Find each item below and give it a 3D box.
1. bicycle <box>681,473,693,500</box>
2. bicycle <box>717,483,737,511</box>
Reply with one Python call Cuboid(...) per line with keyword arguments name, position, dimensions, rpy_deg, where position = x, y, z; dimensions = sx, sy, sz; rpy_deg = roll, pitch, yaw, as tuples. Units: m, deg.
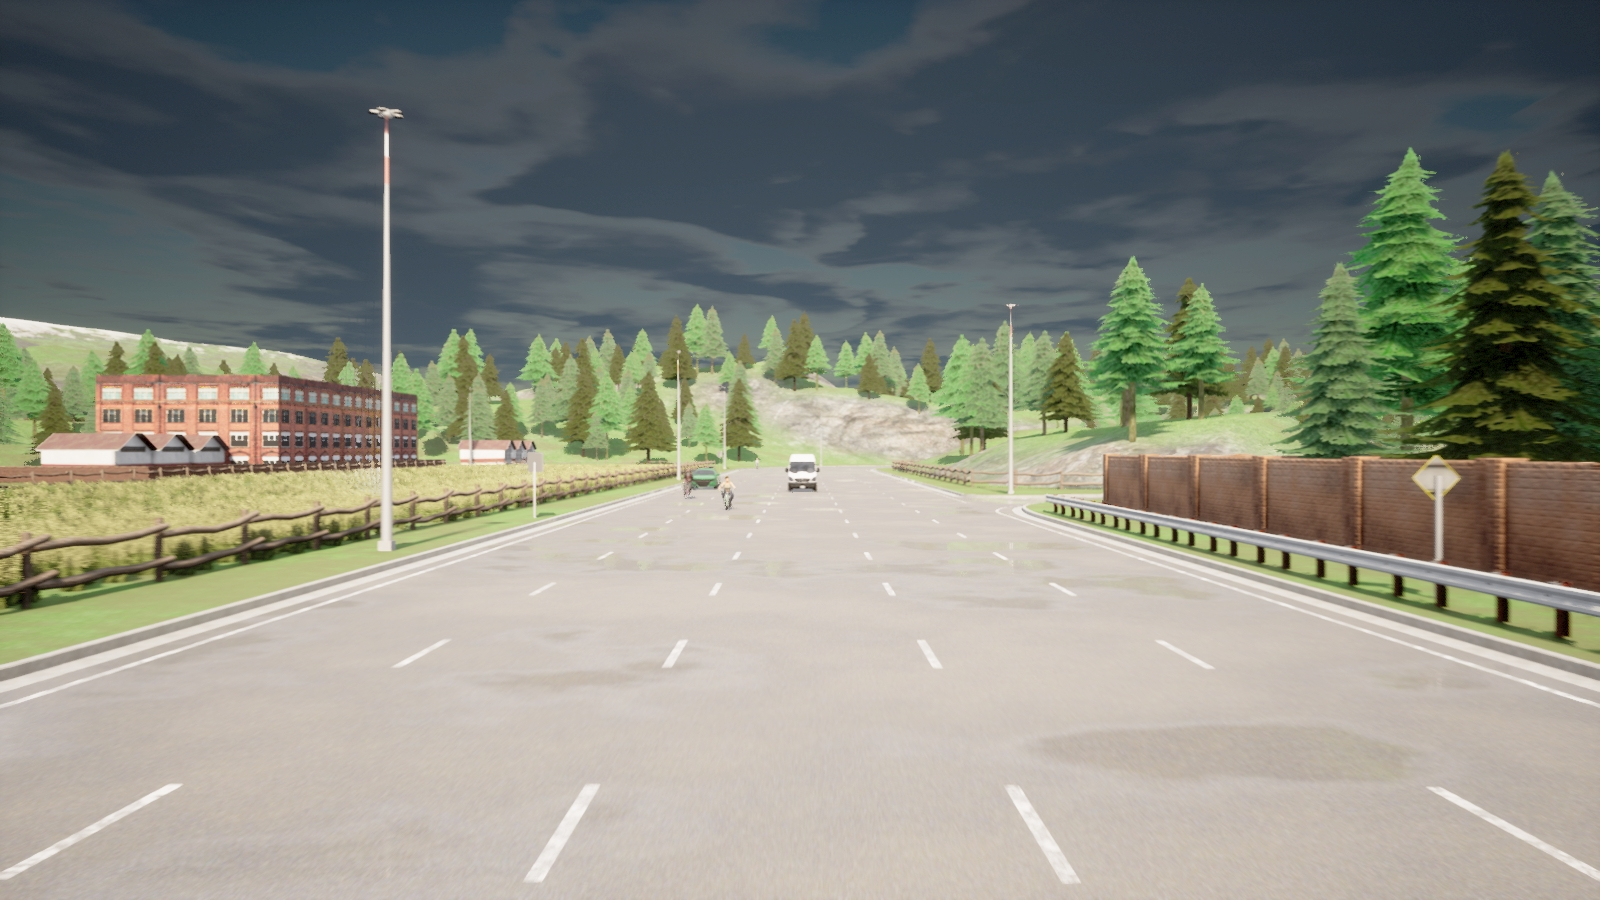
Cuboid(name="bicycle", position=(-6.409, 2.080, 65.015), dimensions=(0.329, 1.471, 1.835), rpy_deg=(0, 0, 5))
Cuboid(name="bicycle", position=(-3.378, 2.174, 53.053), dimensions=(0.859, 1.276, 1.487), rpy_deg=(0, 0, 0))
